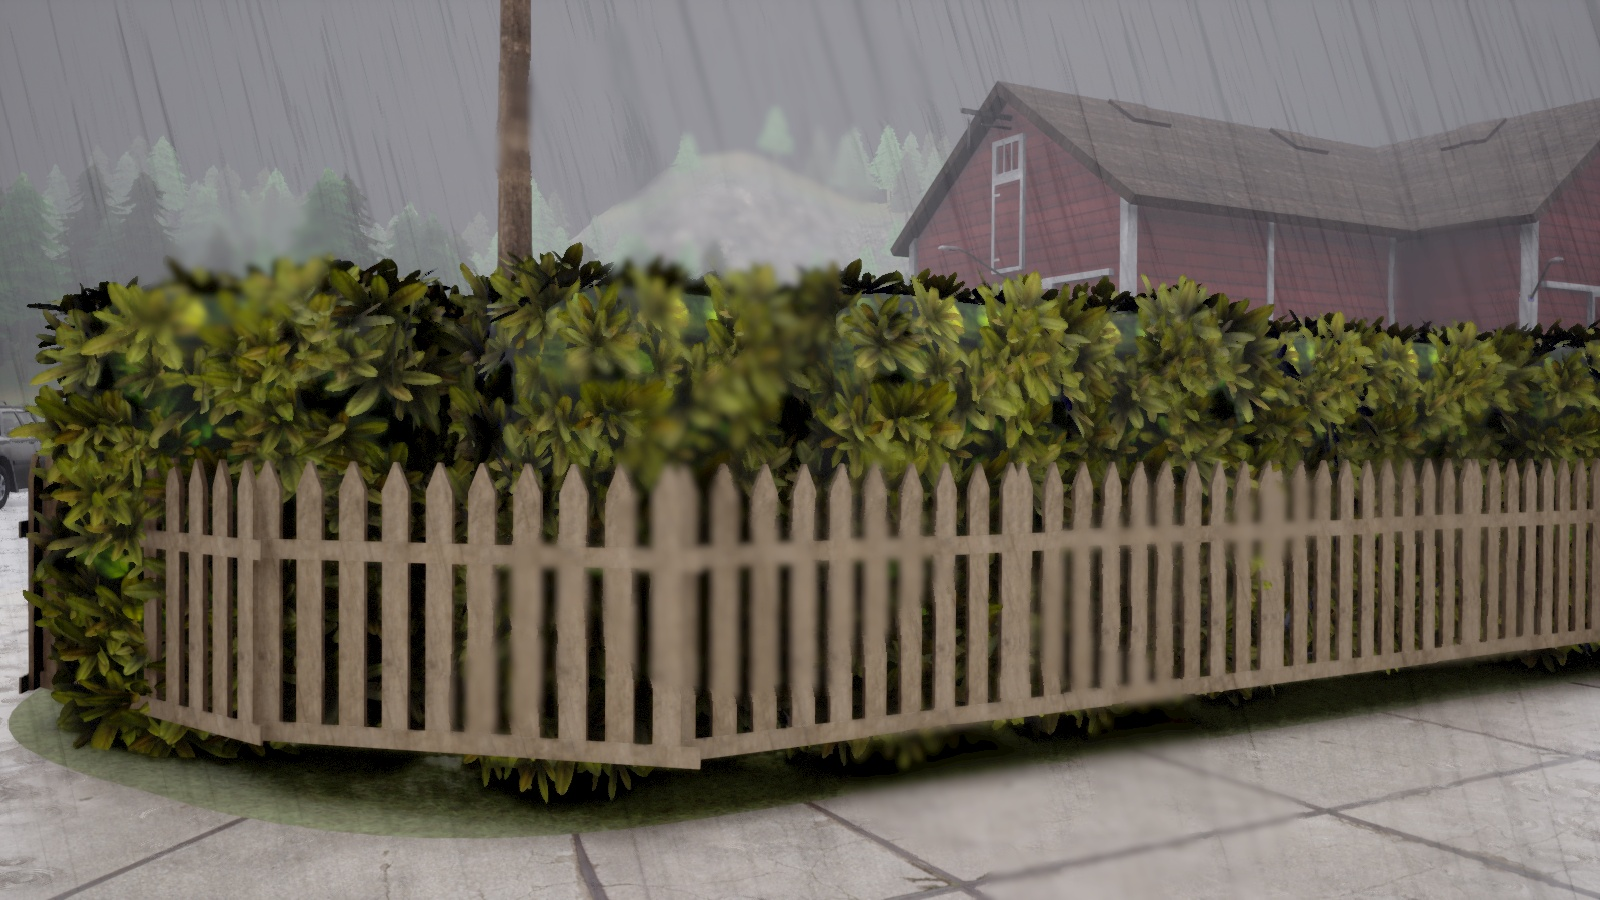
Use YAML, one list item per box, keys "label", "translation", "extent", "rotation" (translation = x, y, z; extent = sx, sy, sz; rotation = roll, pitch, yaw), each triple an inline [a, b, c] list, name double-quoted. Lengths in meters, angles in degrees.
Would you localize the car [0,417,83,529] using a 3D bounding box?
- label: "car"
  translation: [-14.599, 0.373, 22.277]
  extent: [1.932, 1.855, 4.605]
  rotation: [-1, 1, -12]
